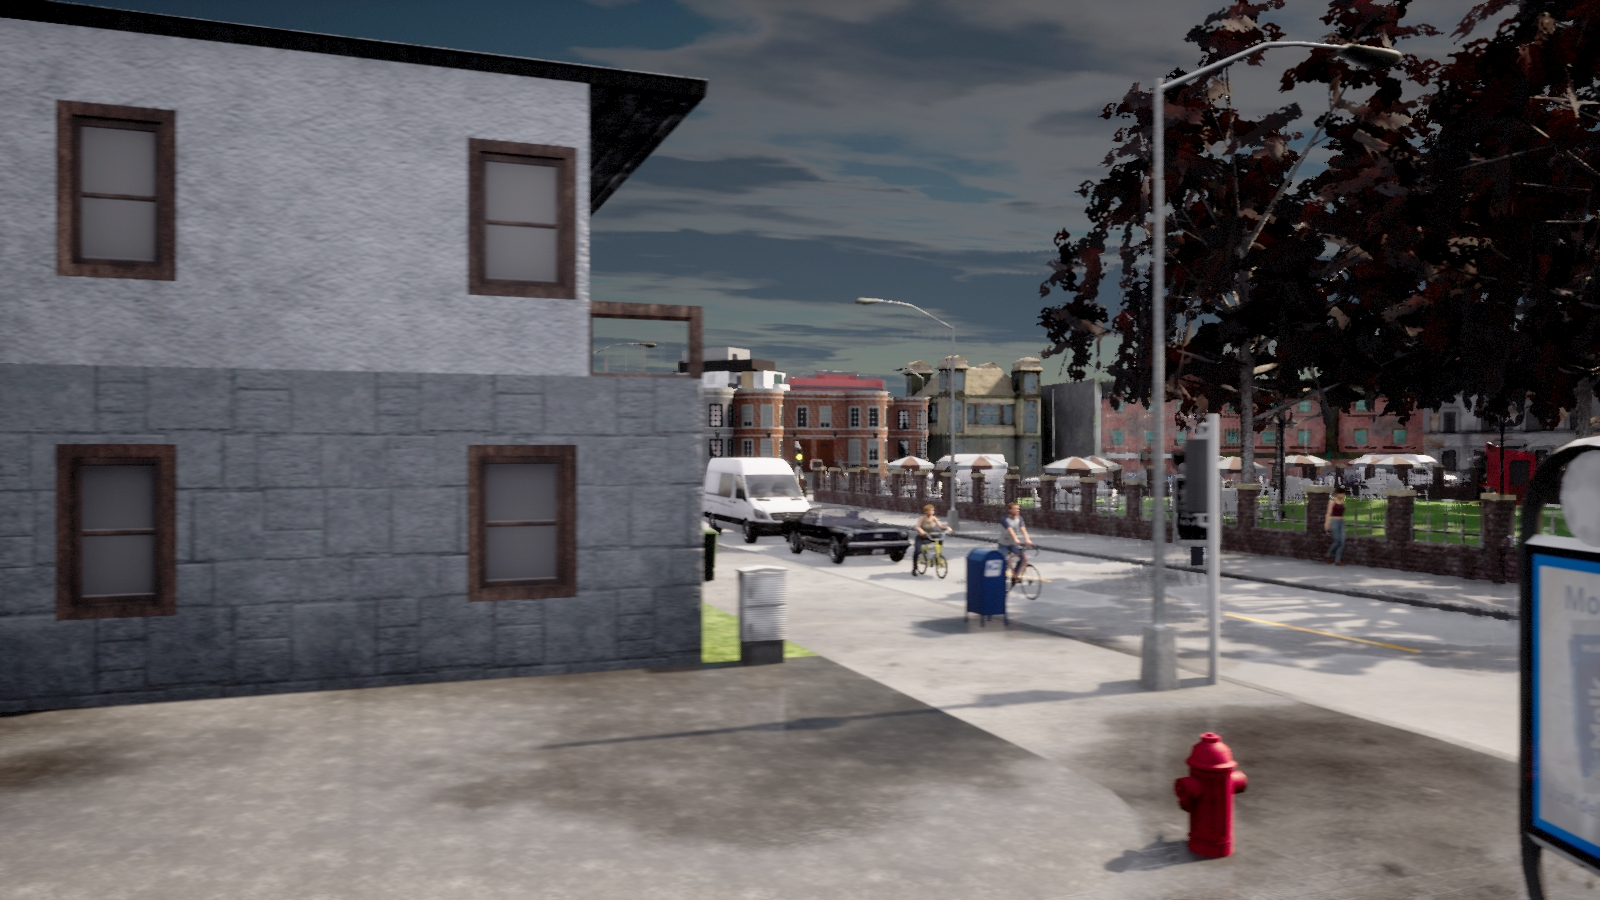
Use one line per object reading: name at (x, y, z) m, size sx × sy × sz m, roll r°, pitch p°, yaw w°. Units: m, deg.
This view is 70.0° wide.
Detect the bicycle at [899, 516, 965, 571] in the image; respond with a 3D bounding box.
bicycle at (2.896, 2.039, 25.230) m, size 0.859 × 1.080 × 1.487 m, roll 0°, pitch 0°, yaw -21°

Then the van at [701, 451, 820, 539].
van at (-1.396, 1.319, 36.525) m, size 1.988 × 2.561 × 5.915 m, roll 0°, pitch 0°, yaw -21°

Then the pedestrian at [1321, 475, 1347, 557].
pedestrian at (12.394, 1.527, 26.523) m, size 0.375 × 1.860 × 0.375 m, roll 0°, pitch 0°, yaw -21°

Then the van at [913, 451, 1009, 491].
van at (10.398, 1.323, 73.879) m, size 5.915 × 2.561 × 1.988 m, roll 0°, pitch 0°, yaw -21°

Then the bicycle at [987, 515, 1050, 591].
bicycle at (4.142, 1.938, 21.802) m, size 0.373 × 1.296 × 1.643 m, roll 0°, pitch 0°, yaw -21°

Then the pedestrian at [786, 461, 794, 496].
pedestrian at (-0.539, 1.526, 61.403) m, size 0.375 × 1.860 × 0.375 m, roll 0°, pitch 0°, yaw 3°

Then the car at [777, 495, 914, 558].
car at (1.087, 1.939, 29.853) m, size 1.895 × 1.301 × 4.718 m, roll 0°, pitch 0°, yaw -21°
